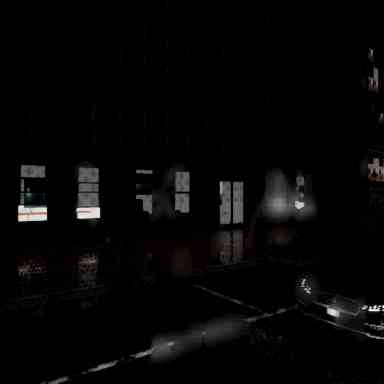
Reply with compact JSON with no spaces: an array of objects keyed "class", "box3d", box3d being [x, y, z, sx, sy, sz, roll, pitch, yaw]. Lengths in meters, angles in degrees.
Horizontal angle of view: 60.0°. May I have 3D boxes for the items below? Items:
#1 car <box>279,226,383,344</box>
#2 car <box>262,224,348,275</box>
[{"class":"car","box3d":[4.032,1.504,6.258,4.892,1.490,1.837,0,0,-36]},{"class":"car","box3d":[3.796,1.582,9.273,4.206,1.307,1.802,0,0,-36]}]
